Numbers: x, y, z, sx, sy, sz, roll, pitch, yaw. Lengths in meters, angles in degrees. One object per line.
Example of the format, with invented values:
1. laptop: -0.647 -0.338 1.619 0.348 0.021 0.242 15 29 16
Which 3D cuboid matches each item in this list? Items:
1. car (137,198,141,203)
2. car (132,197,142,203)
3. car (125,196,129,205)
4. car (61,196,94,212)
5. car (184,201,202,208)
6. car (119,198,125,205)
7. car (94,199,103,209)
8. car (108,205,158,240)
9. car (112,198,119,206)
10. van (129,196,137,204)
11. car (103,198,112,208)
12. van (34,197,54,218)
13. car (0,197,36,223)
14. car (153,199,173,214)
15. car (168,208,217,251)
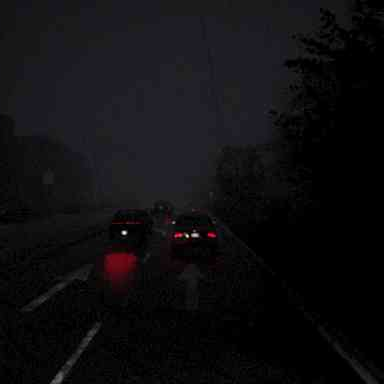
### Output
1. car: -15.595 2.240 88.609 2.163 1.488 4.792 0 0 0
2. car: -15.627 2.298 94.105 2.002 1.452 4.674 -2 0 0
3. car: -15.548 2.108 72.067 2.002 1.452 4.674 0 0 0
4. car: -15.471 1.577 44.414 2.435 2.045 5.566 0 0 0
5. car: 0.087 1.798 37.888 1.882 1.535 5.008 0 0 0
6. car: -15.532 1.893 66.447 2.185 1.767 4.553 0 0 0
7. car: -15.487 1.875 49.845 2.097 1.535 5.008 0 0 0
8. car: -3.156 1.658 17.928 1.837 1.490 4.892 0 0 0
9. car: -15.517 1.846 60.922 2.185 1.767 4.553 0 0 0
10. van: -15.578 1.936 83.000 1.878 1.987 4.442 0 0 0
11. car: -15.502 1.924 55.371 2.231 1.521 4.892 0 0 0
12. van: -15.440 1.505 33.151 1.878 1.987 4.442 0 -1 0
13. car: -15.426 1.559 27.772 2.185 1.767 4.553 0 0 0
14. car: -3.163 1.656 35.964 2.097 1.767 4.553 0 0 0
15. car: 0.090 1.674 14.825 2.033 1.411 5.357 0 0 0
